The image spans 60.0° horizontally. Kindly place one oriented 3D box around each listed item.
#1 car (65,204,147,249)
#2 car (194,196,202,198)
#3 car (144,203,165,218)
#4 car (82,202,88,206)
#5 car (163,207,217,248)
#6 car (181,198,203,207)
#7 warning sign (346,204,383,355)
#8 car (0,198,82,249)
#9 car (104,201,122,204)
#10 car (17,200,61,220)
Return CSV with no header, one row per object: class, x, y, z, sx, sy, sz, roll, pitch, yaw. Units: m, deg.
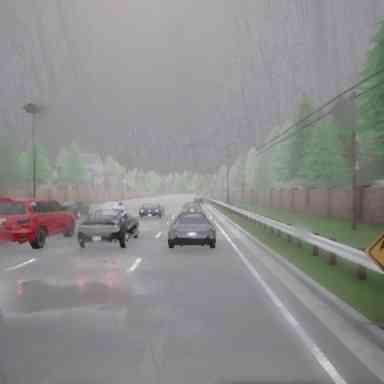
car,-3.500,1.494,14.650,2.128,1.511,4.902,0,0,0
car,1.225,1.478,64.654,1.882,1.535,5.008,0,0,0
car,-3.500,1.616,29.680,1.895,1.301,4.718,0,0,0
car,-10.500,1.516,29.650,1.837,1.490,4.892,0,0,0
car,0.000,1.572,14.650,1.994,1.385,4.181,0,0,0
car,0.000,1.563,29.650,2.033,1.411,5.357,0,0,0
warning sign,3.050,1.114,4.654,1.300,1.860,1.060,0,0,0
car,-7.000,1.257,14.680,2.150,2.045,5.566,0,0,0
car,-7.000,1.532,29.650,1.812,1.442,4.674,0,0,0
car,-13.488,1.516,29.650,1.837,1.490,4.892,0,0,-3
